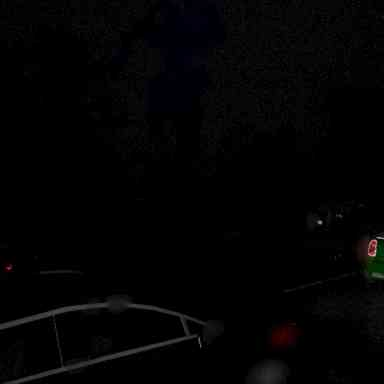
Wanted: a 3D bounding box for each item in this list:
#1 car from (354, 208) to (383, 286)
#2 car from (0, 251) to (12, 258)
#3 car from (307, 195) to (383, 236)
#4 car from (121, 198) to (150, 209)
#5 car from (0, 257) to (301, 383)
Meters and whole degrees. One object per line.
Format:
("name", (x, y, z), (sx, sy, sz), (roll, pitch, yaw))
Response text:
("car", (6.280, 1.352, 8.178), (4.553, 1.767, 2.097), (0, 0, -35))
("car", (-5.148, 1.491, 4.600), (4.902, 1.511, 2.128), (0, 0, -36))
("car", (8.894, 1.220, 18.834), (5.566, 2.045, 2.150), (0, 0, -35))
("car", (-8.068, 1.576, 47.040), (5.008, 1.535, 1.882), (-1, 0, 41))
("car", (-1.037, 1.491, 2.986), (4.902, 1.511, 2.128), (0, 0, -36))
